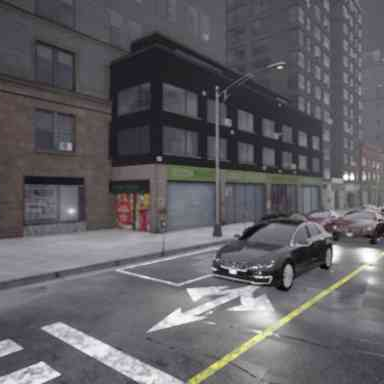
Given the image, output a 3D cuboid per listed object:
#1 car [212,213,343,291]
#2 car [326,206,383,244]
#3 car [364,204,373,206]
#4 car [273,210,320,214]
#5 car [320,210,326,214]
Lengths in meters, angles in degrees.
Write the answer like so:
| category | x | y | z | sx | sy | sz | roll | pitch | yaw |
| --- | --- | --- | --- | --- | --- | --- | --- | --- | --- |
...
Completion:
| category | x | y | z | sx | sy | sz | roll | pitch | yaw |
| --- | --- | --- | --- | --- | --- | --- | --- | --- | --- |
| car | 2.491 | 1.571 | 9.432 | 1.837 | 1.490 | 4.892 | 0 | 0 | 40 |
| car | 8.491 | 1.630 | 16.558 | 1.812 | 1.442 | 4.674 | 0 | 0 | 40 |
| car | 14.814 | 1.698 | 28.065 | 1.752 | 1.417 | 4.829 | -1 | -1 | 40 |
| car | 3.984 | 1.661 | 15.198 | 1.947 | 1.339 | 4.313 | -1 | -1 | 40 |
| car | 7.630 | 1.701 | 19.530 | 1.802 | 1.307 | 4.206 | -1 | -1 | 40 |
